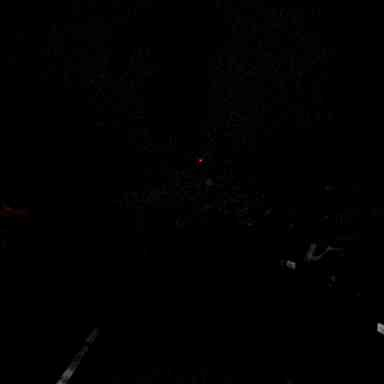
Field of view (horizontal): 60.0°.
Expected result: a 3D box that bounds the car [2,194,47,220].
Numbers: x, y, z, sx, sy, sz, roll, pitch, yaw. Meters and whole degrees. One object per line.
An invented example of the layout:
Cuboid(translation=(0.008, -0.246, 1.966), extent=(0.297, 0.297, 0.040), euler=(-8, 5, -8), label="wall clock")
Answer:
Cuboid(translation=(-14.302, 1.337, 26.523), extent=(4.553, 1.767, 2.185), euler=(-1, 0, -23), label="car")

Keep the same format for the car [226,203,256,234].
Cuboid(translation=(4.437, 1.480, 17.082), extent=(4.674, 1.452, 2.002), euler=(1, 0, -22), label="car")

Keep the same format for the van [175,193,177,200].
Cuboid(translation=(-0.924, 1.286, 75.733), extent=(4.442, 1.987, 1.878), euler=(0, 0, -29), label="van")

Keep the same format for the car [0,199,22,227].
Cuboid(translation=(-13.853, 1.467, 20.673), extent=(5.366, 1.575, 1.946), euler=(-1, 0, -22), label="car")

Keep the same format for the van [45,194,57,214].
Cuboid(translation=(-14.411, 1.230, 29.515), extent=(4.442, 1.987, 1.878), euler=(-1, 0, -23), label="van")

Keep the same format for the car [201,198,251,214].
Cuboid(translation=(3.638, 1.434, 35.148), extent=(4.792, 1.488, 2.163), euler=(1, 0, -24), label="car")

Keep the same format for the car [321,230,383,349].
Cuboid(translation=(4.736, 1.469, 5.000), extent=(5.008, 1.535, 2.097), euler=(1, 0, -21), label="car")

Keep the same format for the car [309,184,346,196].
Cuboid(translation=(18.628, 0.101, 46.895), extent=(2.002, 1.452, 4.674), euler=(-7, 4, -29), label="car")

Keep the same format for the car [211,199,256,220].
Cuboid(translation=(4.187, 1.427, 23.119), extent=(4.892, 1.521, 2.231), euler=(1, 0, -23), label="car")

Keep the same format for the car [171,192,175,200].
Cuboid(translation=(-1.308, 1.250, 78.747), extent=(5.566, 2.045, 2.435), euler=(1, 0, -29), label="car")

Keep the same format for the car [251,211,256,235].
Cuboid(translation=(4.614, 1.494, 11.047), extent=(4.674, 1.452, 2.002), euler=(1, 0, -22), label="car")

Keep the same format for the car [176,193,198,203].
Cuboid(translation=(-0.410, 1.397, 72.800), extent=(4.553, 1.767, 2.185), euler=(0, 0, -29), label="car")

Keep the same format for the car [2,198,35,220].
Cuboid(translation=(-14.339, 1.467, 23.482), extent=(5.366, 1.575, 1.946), euler=(-1, 0, -23), label="car")

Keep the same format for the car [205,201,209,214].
Cuboid(translation=(3.885, 1.287, 29.162), extent=(4.553, 1.767, 2.185), euler=(1, 0, -24), label="car")

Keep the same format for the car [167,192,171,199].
Cuboid(translation=(-3.183, 1.208, 90.650), extent=(5.566, 2.045, 2.435), euler=(0, 0, -29), label="car")

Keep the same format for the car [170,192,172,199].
Cuboid(translation=(-1.734, 1.239, 81.754), extent=(5.566, 2.045, 2.435), euler=(0, 0, -29), label="car")

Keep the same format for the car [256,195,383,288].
Cuboid(translation=(4.662, 1.210, 8.007), extent=(5.566, 2.045, 2.435), euler=(1, 0, -21), label="car")

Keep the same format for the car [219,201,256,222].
Cuboid(translation=(4.311, 1.473, 20.104), extent=(4.674, 1.452, 2.002), euler=(1, 0, -23), label="car")

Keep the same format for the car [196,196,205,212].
Cuboid(translation=(3.493, 1.400, 32.090), extent=(5.366, 1.575, 1.946), euler=(1, 0, -24), label="car")

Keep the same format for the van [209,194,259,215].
Cuboid(translation=(3.924, 1.192, 26.087), extent=(4.442, 1.987, 1.878), euler=(1, 0, -23), label="van")

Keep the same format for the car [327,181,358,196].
Cuboid(translation=(21.589, -0.479, 47.325), extent=(2.435, 2.045, 5.566), euler=(-7, 4, -29), label="car")
